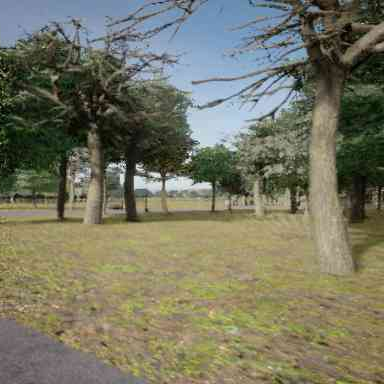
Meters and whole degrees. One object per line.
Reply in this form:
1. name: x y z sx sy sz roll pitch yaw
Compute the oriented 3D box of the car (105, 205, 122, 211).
1. car: -20.043 4.026 85.286 1.837 1.490 4.892 0 -1 36
